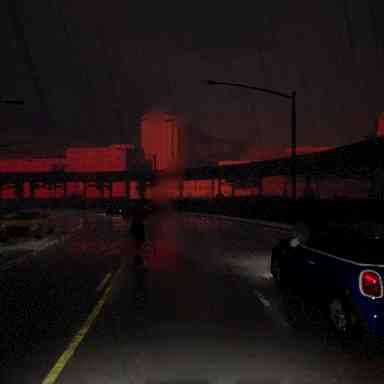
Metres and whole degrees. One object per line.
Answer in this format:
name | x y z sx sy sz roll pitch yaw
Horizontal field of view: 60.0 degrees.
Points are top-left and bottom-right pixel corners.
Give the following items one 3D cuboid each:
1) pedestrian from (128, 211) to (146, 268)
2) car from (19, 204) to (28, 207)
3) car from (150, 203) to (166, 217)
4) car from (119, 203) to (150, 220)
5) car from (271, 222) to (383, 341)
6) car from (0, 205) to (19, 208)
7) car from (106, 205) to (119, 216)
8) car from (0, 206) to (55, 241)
pedestrian | -1.687 1.371 10.054 0.375 1.860 0.375 -1 0 -6
car | -28.740 2.849 56.476 5.008 1.535 1.882 -2 -1 40
car | -4.850 2.126 41.236 2.097 1.767 4.553 0 -1 -23
car | -6.148 2.127 35.125 1.882 1.535 5.008 0 -1 -19
car | 3.186 1.386 6.791 2.097 1.767 4.553 0 -1 -3
car | -29.759 2.797 52.694 5.008 1.535 1.882 -2 -2 42
car | -10.097 2.444 44.304 1.994 1.385 4.181 0 -1 -27
car | -9.079 1.759 18.750 1.882 1.535 5.008 0 -1 -11
